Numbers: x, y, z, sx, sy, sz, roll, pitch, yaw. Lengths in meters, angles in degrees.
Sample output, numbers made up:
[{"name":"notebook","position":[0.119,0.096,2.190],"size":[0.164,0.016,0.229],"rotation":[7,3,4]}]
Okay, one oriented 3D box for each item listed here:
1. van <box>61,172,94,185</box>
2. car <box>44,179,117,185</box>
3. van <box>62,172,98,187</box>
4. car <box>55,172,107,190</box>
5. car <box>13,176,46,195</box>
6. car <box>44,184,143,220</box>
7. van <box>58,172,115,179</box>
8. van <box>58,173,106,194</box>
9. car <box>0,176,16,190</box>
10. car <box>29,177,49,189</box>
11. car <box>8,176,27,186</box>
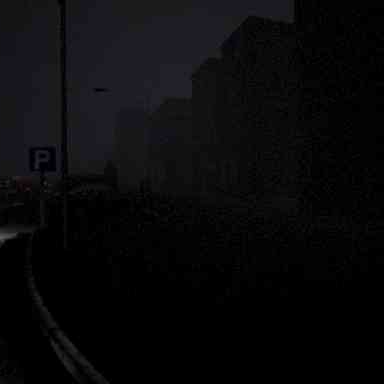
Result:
[{"name":"van","position":[-17.865,-2.103,51.851],"size":[4.442,1.987,1.878],"rotation":[-1,5,-40]},{"name":"car","position":[-7.233,0.121,23.373],"size":[5.366,1.575,1.946],"rotation":[-1,5,-40]},{"name":"van","position":[-15.556,-1.707,46.319],"size":[4.442,1.987,1.878],"rotation":[-1,4,-40]},{"name":"car","position":[-13.483,-1.331,40.570],"size":[5.566,2.045,2.435],"rotation":[-1,4,-40]},{"name":"car","position":[-15.534,-0.566,32.026],"size":[1.882,1.535,5.008],"rotation":[-1,4,-21]},{"name":"car","position":[-4.965,0.522,17.805],"size":[4.892,1.521,2.231],"rotation":[-1,4,-40]},{"name":"van","position":[-8.069,-0.307,26.404],"size":[4.442,1.987,1.878],"rotation":[-1,4,-40]},{"name":"van","position":[-11.450,-0.902,34.781],"size":[4.442,1.987,1.878],"rotation":[-1,5,-40]},{"name":"car","position":[-21.556,-1.062,38.511],"size":[2.128,1.511,4.902],"rotation":[-1,4,-21]},{"name":"car","position":[-19.490,-1.182,42.537],"size":[1.895,1.301,4.718],"rotation":[-1,4,-21]},{"name":"car","position":[-25.100,-1.617,47.945],"size":[1.895,1.301,4.718],"rotation":[-1,4,-21]}]
